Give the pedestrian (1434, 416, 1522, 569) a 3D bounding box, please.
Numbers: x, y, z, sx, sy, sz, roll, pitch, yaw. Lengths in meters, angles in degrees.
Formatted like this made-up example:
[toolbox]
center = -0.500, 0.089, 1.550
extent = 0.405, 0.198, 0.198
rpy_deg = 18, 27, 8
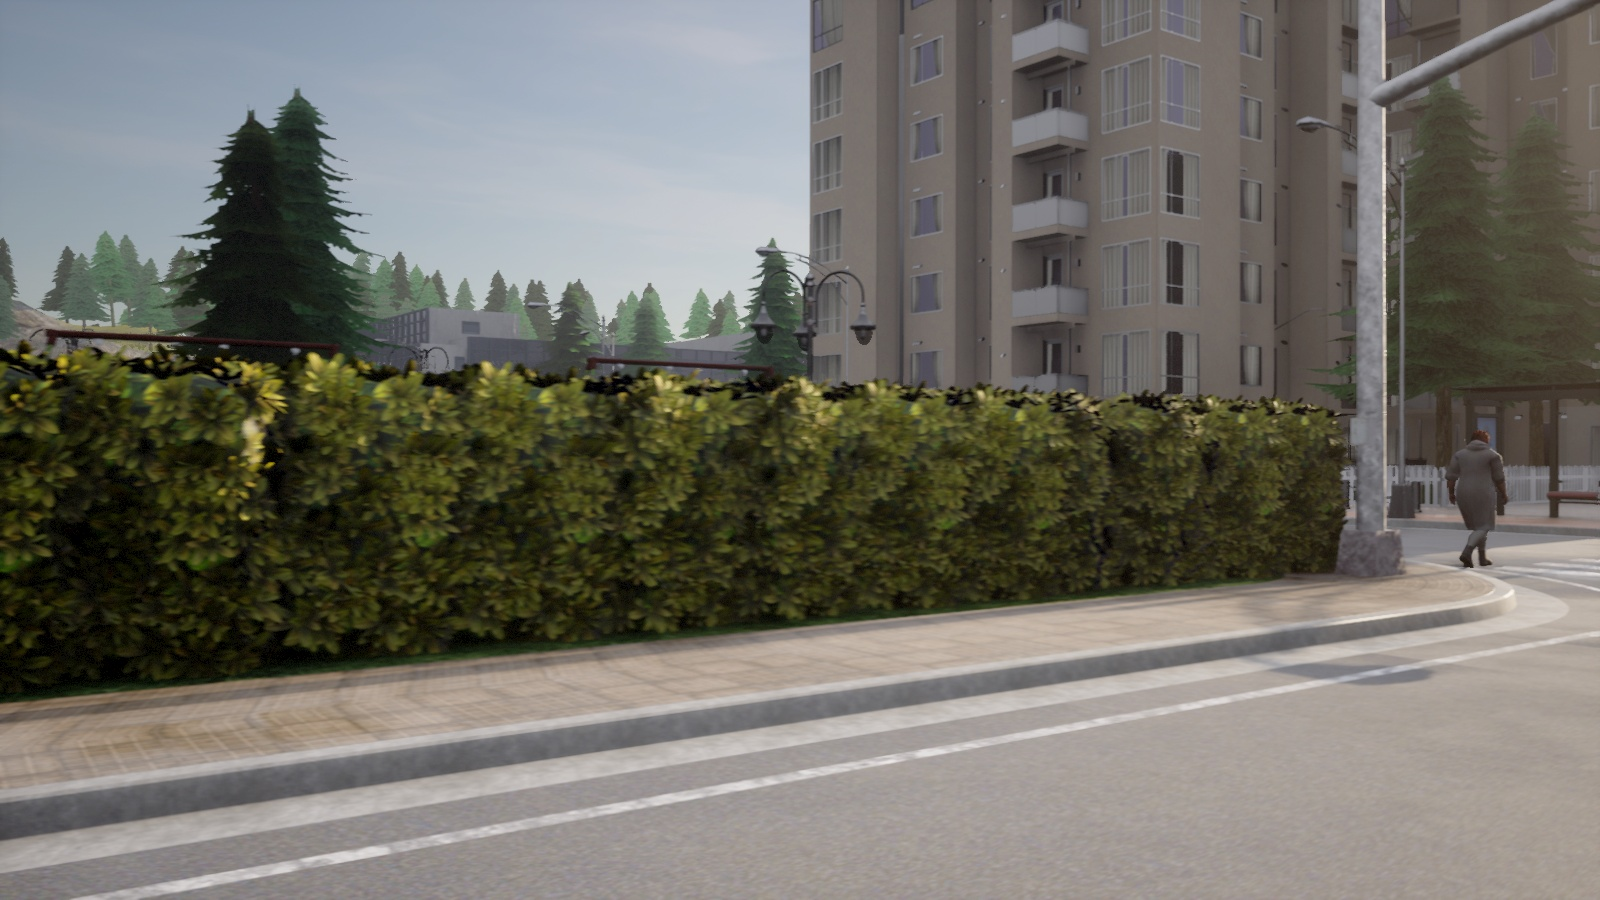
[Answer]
[pedestrian]
center = 8.930, 0.549, 16.535
extent = 0.873, 1.952, 0.659
rpy_deg = 0, 0, -31
